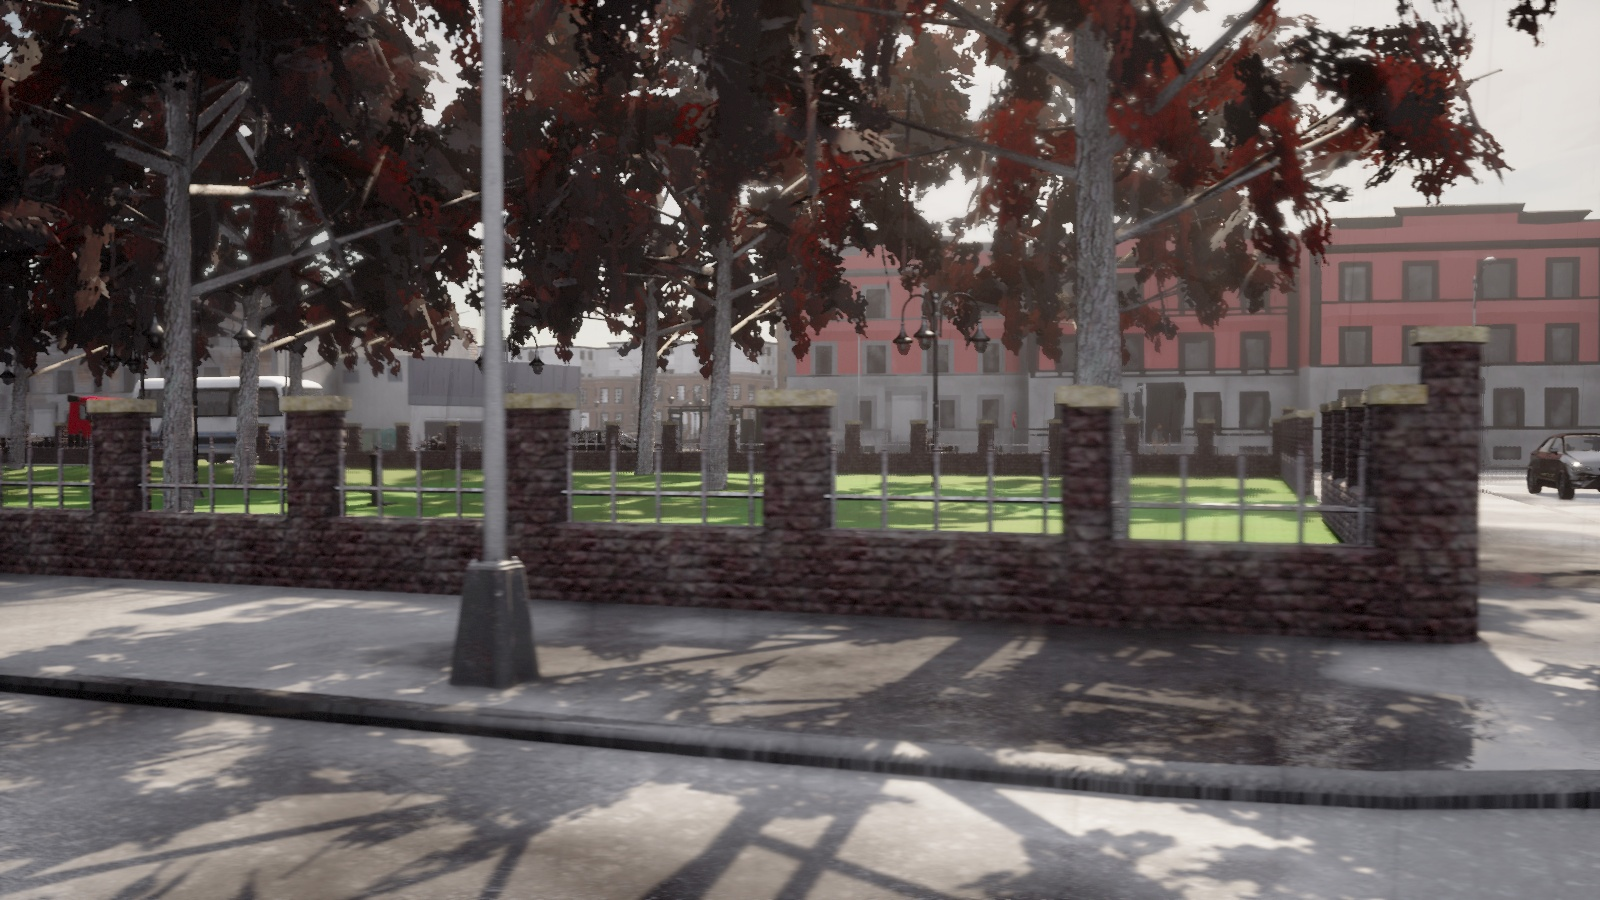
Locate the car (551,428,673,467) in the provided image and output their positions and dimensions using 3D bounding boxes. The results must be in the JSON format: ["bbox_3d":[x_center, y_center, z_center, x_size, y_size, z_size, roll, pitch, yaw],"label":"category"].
[{"bbox_3d":[-8.194,-0.138,54.785,4.856,1.649,2.033,1,1,20],"label":"car"}]

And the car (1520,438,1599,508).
[{"bbox_3d":[18.096,0.486,28.879,1.816,1.474,4.193,1,1,18],"label":"car"}]

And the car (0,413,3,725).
[{"bbox_3d":[-6.840,0.622,6.335,4.856,1.649,2.033,1,1,16],"label":"car"}]

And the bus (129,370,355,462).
[{"bbox_3d":[-27.381,-1.651,61.656,10.273,4.253,3.944,1,1,20],"label":"bus"}]

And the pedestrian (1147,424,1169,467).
[{"bbox_3d":[15.258,-0.197,53.527,0.540,1.848,0.694,-1,1,-42],"label":"pedestrian"}]

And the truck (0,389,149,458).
[{"bbox_3d":[-38.243,-1.374,65.551,7.936,3.462,2.891,1,1,20],"label":"truck"}]
